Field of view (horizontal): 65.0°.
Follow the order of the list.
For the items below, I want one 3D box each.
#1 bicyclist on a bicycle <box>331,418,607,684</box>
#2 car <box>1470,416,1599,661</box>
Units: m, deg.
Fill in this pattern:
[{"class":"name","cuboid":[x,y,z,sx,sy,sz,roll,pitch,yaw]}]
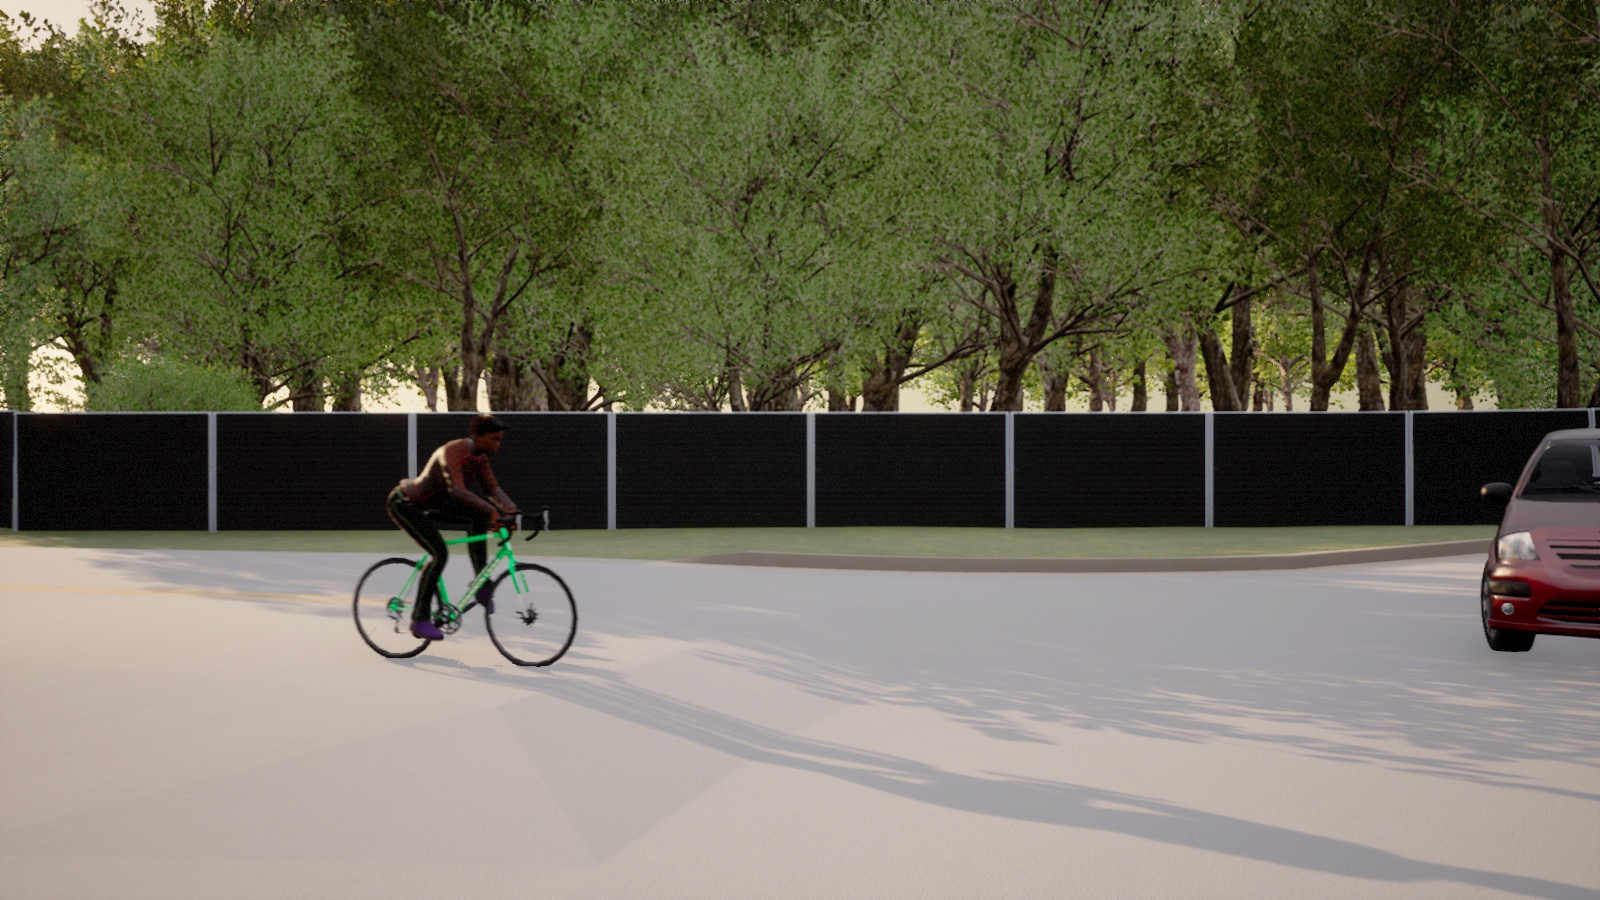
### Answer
[{"class":"bicyclist on a bicycle","cuboid":[-2.147,0.613,8.177,1.656,1.620,0.582,1,1,15]},{"class":"car","cuboid":[6.539,0.546,9.994,1.851,1.617,3.988,-1,1,32]}]
